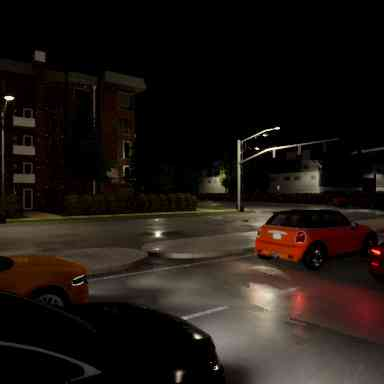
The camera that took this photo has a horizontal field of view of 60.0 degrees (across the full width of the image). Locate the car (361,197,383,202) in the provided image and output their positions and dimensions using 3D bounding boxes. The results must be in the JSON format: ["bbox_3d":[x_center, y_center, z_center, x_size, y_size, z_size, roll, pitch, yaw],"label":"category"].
[{"bbox_3d":[23.884,1.601,41.839,4.718,1.301,1.895,0,0,-29],"label":"car"}]

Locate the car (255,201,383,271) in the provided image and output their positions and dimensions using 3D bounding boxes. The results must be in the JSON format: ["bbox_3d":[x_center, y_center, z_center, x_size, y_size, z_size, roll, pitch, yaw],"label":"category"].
[{"bbox_3d":[4.290,1.352,11.216,4.553,1.767,2.097,0,0,-35],"label":"car"}]

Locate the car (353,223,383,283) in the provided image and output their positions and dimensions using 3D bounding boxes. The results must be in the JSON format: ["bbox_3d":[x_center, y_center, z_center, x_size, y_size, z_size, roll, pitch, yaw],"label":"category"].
[{"bbox_3d":[6.275,1.526,8.340,4.674,1.442,1.812,0,0,-34],"label":"car"}]

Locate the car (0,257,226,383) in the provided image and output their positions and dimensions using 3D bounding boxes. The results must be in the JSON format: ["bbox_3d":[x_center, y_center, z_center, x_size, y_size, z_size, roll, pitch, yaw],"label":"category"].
[{"bbox_3d":[-1.930,1.505,2.372,4.892,1.490,1.837,0,0,-36],"label":"car"}]

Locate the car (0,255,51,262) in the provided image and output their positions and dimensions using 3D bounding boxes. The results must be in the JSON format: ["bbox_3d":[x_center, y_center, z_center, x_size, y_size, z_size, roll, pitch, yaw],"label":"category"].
[{"bbox_3d":[-4.156,1.478,5.083,5.008,1.535,1.882,0,0,-35],"label":"car"}]

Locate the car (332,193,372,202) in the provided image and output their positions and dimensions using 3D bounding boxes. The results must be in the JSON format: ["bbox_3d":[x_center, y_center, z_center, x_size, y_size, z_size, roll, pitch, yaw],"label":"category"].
[{"bbox_3d":[22.442,1.221,46.578,5.566,2.045,2.150,0,1,-5],"label":"car"}]
